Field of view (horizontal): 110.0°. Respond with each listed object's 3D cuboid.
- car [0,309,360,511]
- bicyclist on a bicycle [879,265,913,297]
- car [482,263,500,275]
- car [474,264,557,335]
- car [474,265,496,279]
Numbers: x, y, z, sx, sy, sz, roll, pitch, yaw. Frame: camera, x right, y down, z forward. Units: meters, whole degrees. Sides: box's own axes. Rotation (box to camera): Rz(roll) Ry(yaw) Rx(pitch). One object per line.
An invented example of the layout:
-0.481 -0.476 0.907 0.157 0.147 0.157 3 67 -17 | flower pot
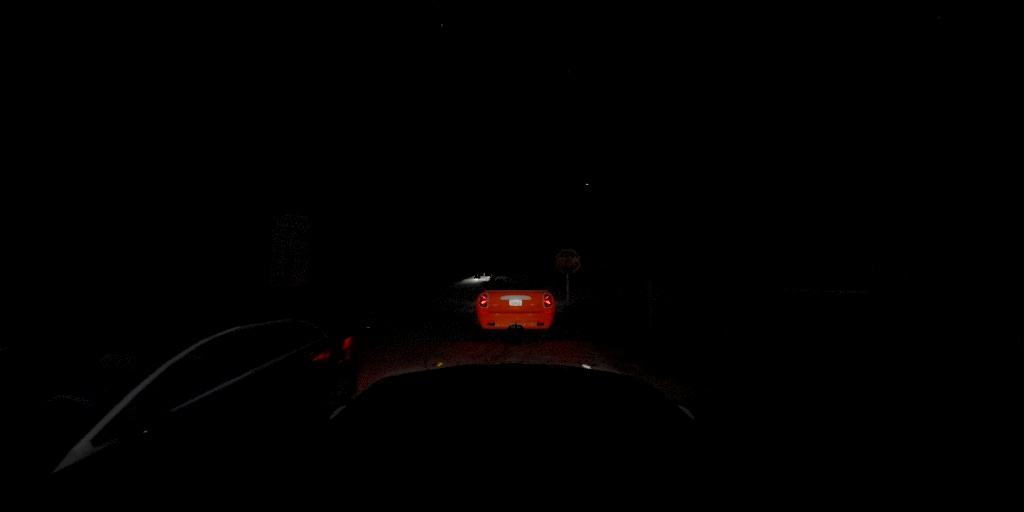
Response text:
-2.852 1.250 2.661 2.128 1.511 4.902 0 -1 0 | car
19.912 1.304 18.626 0.582 1.620 1.656 0 -1 0 | bicyclist on a bicycle
-2.843 1.784 48.834 2.128 1.511 4.902 0 -1 0 | car
0.096 1.187 10.933 2.097 1.767 4.553 0 -1 0 | car
-2.850 1.708 38.703 1.994 1.385 4.181 0 -1 0 | car
